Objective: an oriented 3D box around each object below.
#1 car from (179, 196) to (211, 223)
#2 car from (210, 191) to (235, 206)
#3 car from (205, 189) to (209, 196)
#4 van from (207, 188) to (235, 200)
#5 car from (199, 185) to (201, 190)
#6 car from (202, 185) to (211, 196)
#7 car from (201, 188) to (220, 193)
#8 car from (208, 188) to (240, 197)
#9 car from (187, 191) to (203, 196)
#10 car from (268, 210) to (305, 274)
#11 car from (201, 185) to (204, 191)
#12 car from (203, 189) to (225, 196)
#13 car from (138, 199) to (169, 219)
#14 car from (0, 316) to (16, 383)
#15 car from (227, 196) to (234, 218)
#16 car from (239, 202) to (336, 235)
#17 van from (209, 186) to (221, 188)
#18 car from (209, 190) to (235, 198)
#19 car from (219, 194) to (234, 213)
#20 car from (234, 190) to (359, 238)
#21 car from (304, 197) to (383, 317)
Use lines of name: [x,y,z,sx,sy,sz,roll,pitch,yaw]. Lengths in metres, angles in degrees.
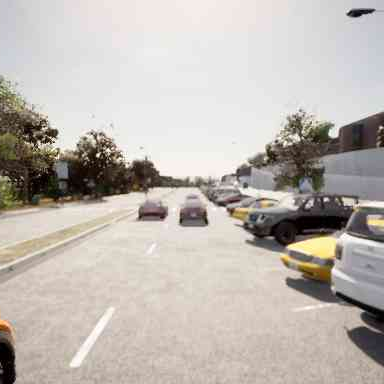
car: [0.095,1.230,22.774,1.812,1.442,4.674,0,1,0]
car: [5.036,0.923,38.754,4.792,1.488,2.163,0,1,-20]
car: [5.053,0.670,50.717,4.892,1.521,2.231,0,1,-20]
van: [4.953,0.330,56.633,4.442,1.987,1.878,0,1,-20]
car: [5.025,-0.235,83.526,4.553,1.767,2.185,0,2,-20]
car: [5.037,0.362,53.680,5.566,2.045,2.435,0,1,-20]
car: [5.077,-0.375,92.498,4.792,1.488,2.163,0,2,-20]
car: [5.033,0.655,44.741,4.553,1.767,2.185,0,1,-20]
car: [0.094,0.895,40.587,1.812,1.442,4.674,0,1,0]
car: [4.896,1.402,8.682,5.366,1.575,1.946,1,1,-20]
car: [5.087,0.249,59.676,5.566,2.045,2.435,0,1,-20]
car: [5.049,0.110,77.574,4.674,1.452,2.002,0,1,-20]
car: [-2.906,1.214,25.595,1.994,1.385,4.181,0,1,0]
car: [-2.901,1.339,1.660,2.097,1.767,4.553,0,1,0]
car: [5.238,1.227,20.827,5.366,1.575,1.946,0,1,-20]
car: [5.071,1.320,17.755,4.674,1.452,2.002,0,1,-20]
van: [5.172,0.500,47.774,4.442,1.987,1.878,0,1,-20]
car: [5.057,0.877,41.772,4.674,1.452,2.002,0,1,-20]
car: [5.039,1.149,26.750,4.792,1.488,2.163,0,1,-20]
car: [5.045,1.079,14.732,5.566,2.045,2.435,0,1,-20]
car: [5.098,1.187,5.752,5.566,2.045,2.435,1,0,-20]
